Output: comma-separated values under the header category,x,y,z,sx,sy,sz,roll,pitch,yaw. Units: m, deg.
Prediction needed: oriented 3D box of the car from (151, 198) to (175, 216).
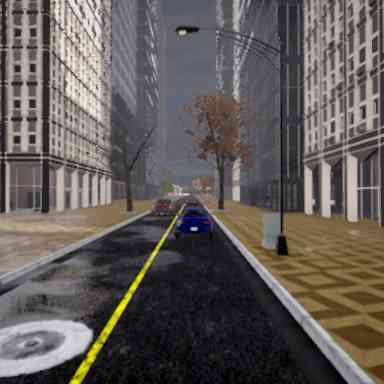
category,x,y,z,sx,sy,sz,roll,pitch,yaw
car,-2.746,1.415,32.587,2.097,1.767,4.553,0,0,0

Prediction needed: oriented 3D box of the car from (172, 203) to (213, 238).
category,x,y,z,sx,sy,sz,roll,pitch,yaw
car,0.103,1.531,17.562,1.812,1.442,4.674,0,0,0

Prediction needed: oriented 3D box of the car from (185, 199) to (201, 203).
category,x,y,z,sx,sy,sz,roll,pitch,yaw
car,0.105,1.559,40.344,2.033,1.411,5.357,0,0,0
